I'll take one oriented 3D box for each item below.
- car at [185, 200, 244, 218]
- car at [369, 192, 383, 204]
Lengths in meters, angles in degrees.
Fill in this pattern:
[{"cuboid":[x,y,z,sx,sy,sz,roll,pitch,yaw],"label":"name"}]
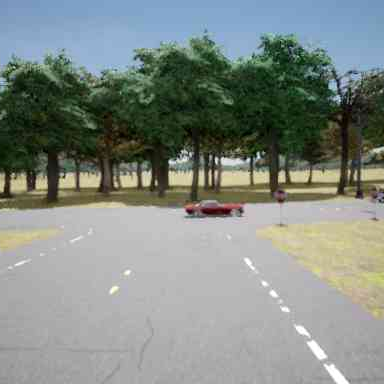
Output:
[{"cuboid":[1.785,1.307,26.554,4.718,1.301,1.895,-1,2,0],"label":"car"},{"cuboid":[20.382,0.445,33.547,4.674,1.442,1.812,-3,3,0],"label":"car"}]
